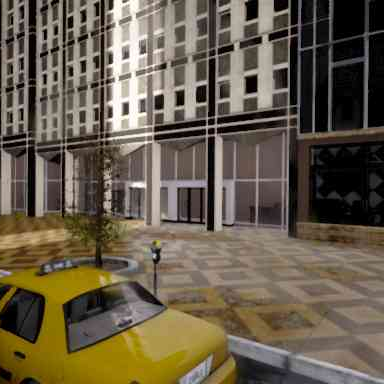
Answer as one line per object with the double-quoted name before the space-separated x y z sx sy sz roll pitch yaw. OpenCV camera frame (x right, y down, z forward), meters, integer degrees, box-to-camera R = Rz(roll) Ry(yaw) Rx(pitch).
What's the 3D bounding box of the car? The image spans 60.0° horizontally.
"car" -1.841 1.522 4.179 4.829 1.417 1.752 0 1 36
